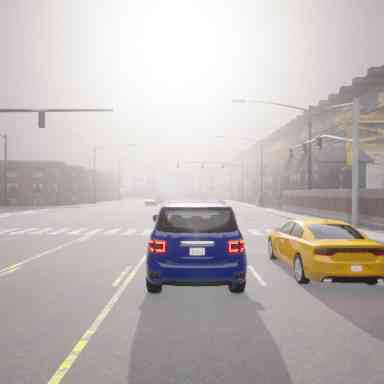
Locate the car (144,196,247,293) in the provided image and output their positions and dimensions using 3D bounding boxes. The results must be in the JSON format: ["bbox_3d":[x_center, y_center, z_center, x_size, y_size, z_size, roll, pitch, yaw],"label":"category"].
[{"bbox_3d":[0.065,1.236,9.041,2.150,2.045,5.566,0,0,-1],"label":"car"}]

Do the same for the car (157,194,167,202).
[{"bbox_3d":[-6.995,1.441,77.908,2.097,1.767,4.553,0,0,0],"label":"car"}]

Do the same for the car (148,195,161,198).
[{"bbox_3d":[-7.070,1.606,57.977,2.033,1.411,5.357,0,0,0],"label":"car"}]

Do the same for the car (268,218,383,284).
[{"bbox_3d":[3.565,1.502,9.667,1.882,1.535,5.008,0,0,0],"label":"car"}]
